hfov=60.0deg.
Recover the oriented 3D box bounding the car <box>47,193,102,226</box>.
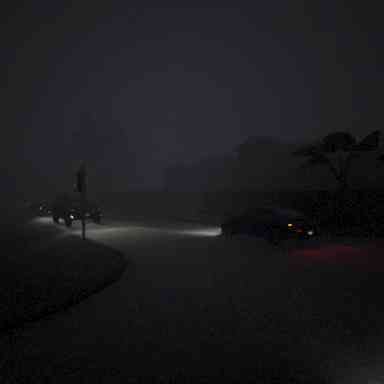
[{"bbox_3d":[-8.161,1.100,23.174,2.150,2.045,5.566,-1,1,-35],"label":"car"}]

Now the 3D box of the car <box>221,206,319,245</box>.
[{"bbox_3d":[3.192,1.322,14.374,1.812,1.442,4.674,-1,0,-32],"label":"car"}]

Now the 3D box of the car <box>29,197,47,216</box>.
[{"bbox_3d":[-13.945,1.480,31.375,1.895,1.301,4.718,-1,1,-35],"label":"car"}]

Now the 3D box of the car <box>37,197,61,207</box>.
[{"bbox_3d":[-20.386,1.407,47.328,1.895,1.301,4.718,-1,1,-38],"label":"car"}]
